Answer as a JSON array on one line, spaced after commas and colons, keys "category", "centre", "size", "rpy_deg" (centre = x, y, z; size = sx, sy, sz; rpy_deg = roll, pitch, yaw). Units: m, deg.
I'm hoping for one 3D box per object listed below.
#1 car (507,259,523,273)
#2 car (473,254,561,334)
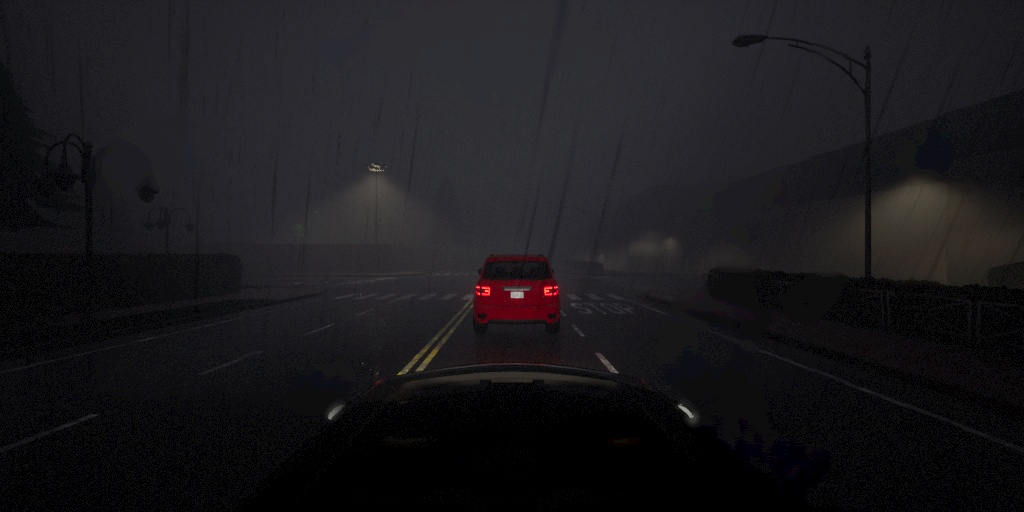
[{"category": "car", "centre": [0.362, 1.228, 45.623], "size": [1.882, 1.535, 5.008], "rpy_deg": [0, 0, 1]}, {"category": "car", "centre": [0.123, 0.971, 10.771], "size": [2.150, 2.045, 5.566], "rpy_deg": [0, 0, 0]}]
